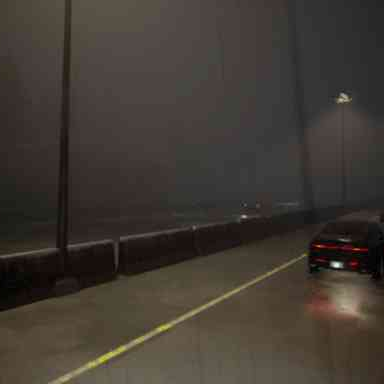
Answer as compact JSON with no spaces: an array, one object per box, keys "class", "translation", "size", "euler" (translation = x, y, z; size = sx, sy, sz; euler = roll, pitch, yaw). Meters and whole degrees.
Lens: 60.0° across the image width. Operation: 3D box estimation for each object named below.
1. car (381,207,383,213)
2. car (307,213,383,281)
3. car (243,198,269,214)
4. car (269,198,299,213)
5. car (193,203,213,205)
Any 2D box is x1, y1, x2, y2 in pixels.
[{"class":"car","translation":[16.816,1.741,27.506],"size":[1.994,1.385,4.181],"euler":[0,0,35]},{"class":"car","translation":[5.067,1.622,10.485],"size":[1.837,1.490,4.892],"euler":[0,-1,35]},{"class":"car","translation":[7.813,1.544,39.288],"size":[2.097,1.767,4.553],"euler":[0,0,35]},{"class":"car","translation":[10.682,1.424,37.283],"size":[1.812,1.442,4.674],"euler":[0,0,35]},{"class":"car","translation":[2.023,1.632,43.221],"size":[1.895,1.301,4.718],"euler":[0,0,35]}]
